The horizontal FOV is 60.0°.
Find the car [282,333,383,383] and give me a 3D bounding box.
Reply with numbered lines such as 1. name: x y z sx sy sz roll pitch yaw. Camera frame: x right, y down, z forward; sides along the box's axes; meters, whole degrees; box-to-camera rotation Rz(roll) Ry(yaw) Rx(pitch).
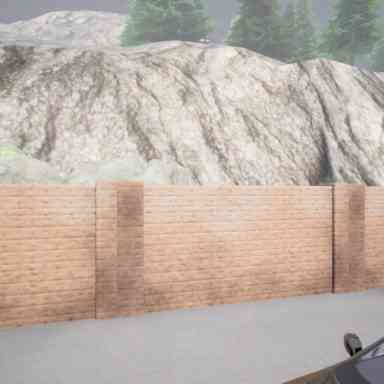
1. car: 2.207 1.492 1.887 4.902 1.511 2.128 0 0 -18
